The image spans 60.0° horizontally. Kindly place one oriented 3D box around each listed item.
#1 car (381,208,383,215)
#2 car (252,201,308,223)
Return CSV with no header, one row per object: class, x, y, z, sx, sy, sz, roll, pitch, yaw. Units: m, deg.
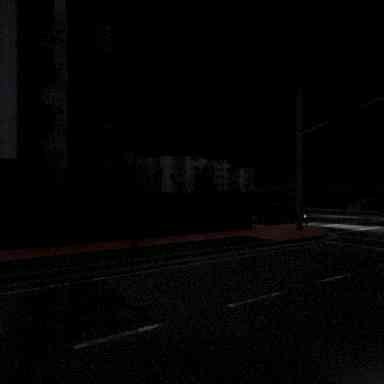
car,18.877,1.491,28.190,4.902,1.511,2.128,0,1,33
car,6.727,1.491,26.027,2.128,1.511,4.902,0,0,-36
